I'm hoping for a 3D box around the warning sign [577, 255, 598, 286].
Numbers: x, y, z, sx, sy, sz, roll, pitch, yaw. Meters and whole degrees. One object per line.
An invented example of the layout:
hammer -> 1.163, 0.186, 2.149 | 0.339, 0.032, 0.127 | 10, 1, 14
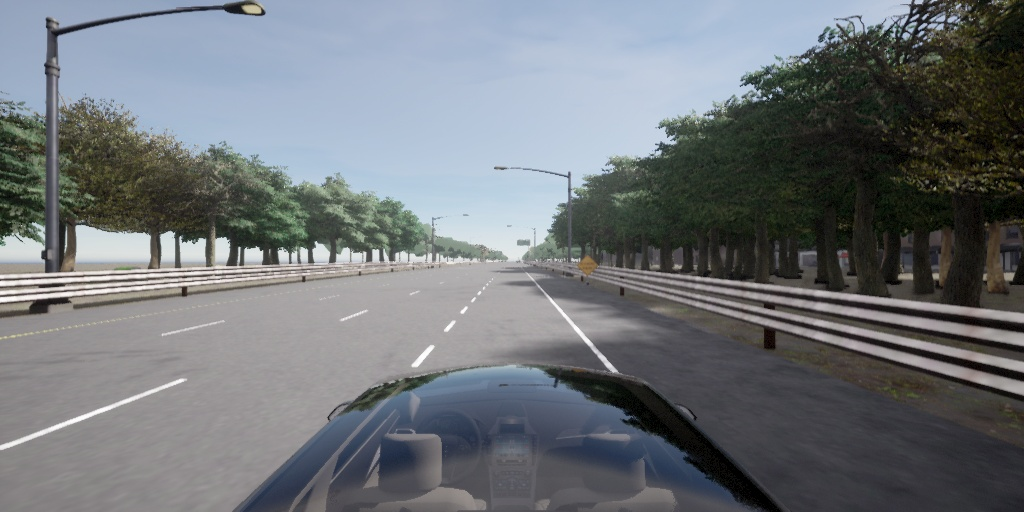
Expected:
warning sign -> 4.571, 0.866, 21.657 | 1.300, 1.860, 1.060 | 0, 0, 0
